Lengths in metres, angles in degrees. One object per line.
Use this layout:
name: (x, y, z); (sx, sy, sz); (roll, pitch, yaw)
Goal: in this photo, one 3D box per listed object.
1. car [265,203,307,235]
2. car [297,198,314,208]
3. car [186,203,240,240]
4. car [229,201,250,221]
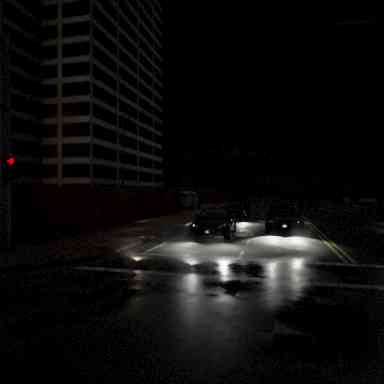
car: (5.212, 1.564, 18.914); (1.994, 1.385, 4.181); (0, 0, 14)
car: (16.128, 1.561, 47.570); (1.994, 1.385, 4.181); (0, 0, 12)
car: (1.222, 1.526, 17.292); (1.812, 1.442, 4.674); (0, 0, 13)
car: (3.711, 1.505, 27.343); (1.837, 1.490, 4.892); (0, 0, 14)
